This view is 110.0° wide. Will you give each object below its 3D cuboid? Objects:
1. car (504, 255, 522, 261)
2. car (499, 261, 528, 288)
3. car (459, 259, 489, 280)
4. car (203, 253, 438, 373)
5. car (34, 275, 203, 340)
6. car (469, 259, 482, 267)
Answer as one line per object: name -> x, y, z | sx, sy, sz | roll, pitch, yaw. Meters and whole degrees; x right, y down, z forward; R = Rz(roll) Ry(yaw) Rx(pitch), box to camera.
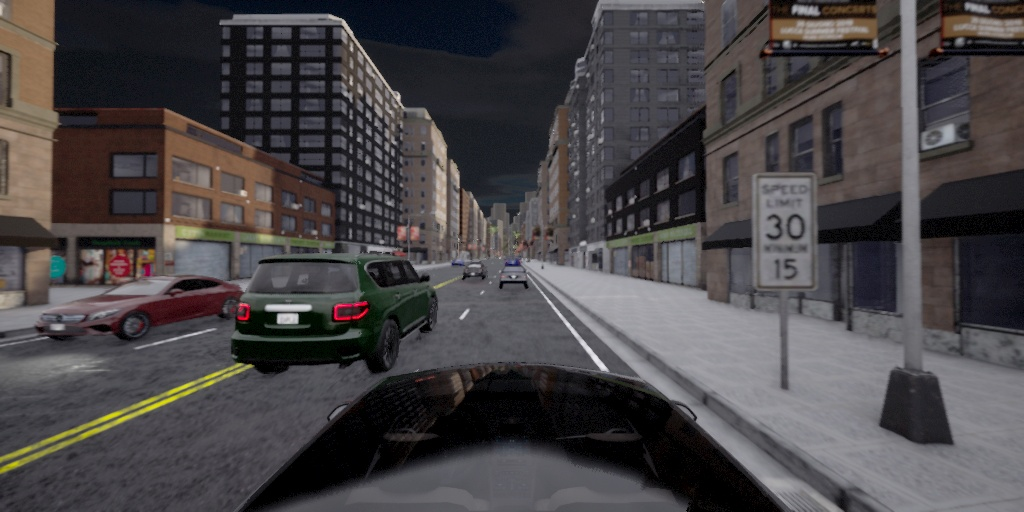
car -> 0.106, 0.936, 48.177 | 2.150, 2.045, 5.566 | 0, -1, 0
car -> 0.109, 1.294, 23.981 | 2.033, 1.411, 5.357 | 0, 0, 0
car -> -3.145, 1.269, 31.102 | 1.812, 1.442, 4.674 | 0, 0, 0
car -> -3.149, 0.972, 7.723 | 2.150, 2.045, 5.566 | 0, 0, 0
car -> -9.803, 1.276, 10.075 | 1.812, 1.442, 4.674 | 0, 0, 0
car -> -6.488, 1.240, 64.806 | 1.837, 1.490, 4.892 | 0, 0, 0
